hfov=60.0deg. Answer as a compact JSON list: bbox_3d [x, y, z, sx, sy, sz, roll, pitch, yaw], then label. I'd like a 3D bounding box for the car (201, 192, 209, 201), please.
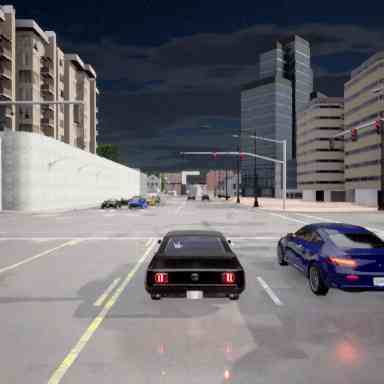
[{"bbox_3d":[3.362,1.382,84.581,1.837,1.490,4.892,0,0,0],"label":"car"}]

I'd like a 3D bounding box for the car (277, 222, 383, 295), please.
[{"bbox_3d":[3.563,1.508,8.538,1.812,1.442,4.674,0,0,0],"label":"car"}]

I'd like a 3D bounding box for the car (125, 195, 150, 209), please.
[{"bbox_3d":[-7.165,1.436,44.389,1.882,1.535,5.008,0,0,0],"label":"car"}]

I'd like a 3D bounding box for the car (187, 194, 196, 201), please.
[{"bbox_3d":[-0.138,1.245,84.646,2.097,1.767,4.553,0,0,0],"label":"car"}]

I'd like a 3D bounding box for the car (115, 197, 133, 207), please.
[{"bbox_3d":[-10.679,1.556,52.857,1.895,1.301,4.718,0,0,0],"label":"car"}]

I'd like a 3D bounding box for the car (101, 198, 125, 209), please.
[{"bbox_3d":[-10.665,1.530,44.097,1.994,1.385,4.181,0,0,0],"label":"car"}]

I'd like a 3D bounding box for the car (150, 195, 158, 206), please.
[{"bbox_3d":[-7.174,1.424,53.847,1.882,1.535,5.008,0,0,0],"label":"car"}]

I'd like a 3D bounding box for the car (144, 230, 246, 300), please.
[{"bbox_3d":[0.062,1.591,8.311,1.895,1.301,4.718,0,0,0],"label":"car"}]

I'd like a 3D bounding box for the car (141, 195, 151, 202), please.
[{"bbox_3d":[-10.626,1.427,76.916,1.812,1.442,4.674,0,0,0],"label":"car"}]

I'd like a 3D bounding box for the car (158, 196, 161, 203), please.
[{"bbox_3d":[-7.150,1.423,64.283,2.128,1.511,4.902,0,0,1],"label":"car"}]

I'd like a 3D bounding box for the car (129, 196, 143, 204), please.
[{"bbox_3d":[-10.655,1.446,63.445,1.837,1.490,4.892,0,0,0],"label":"car"}]
